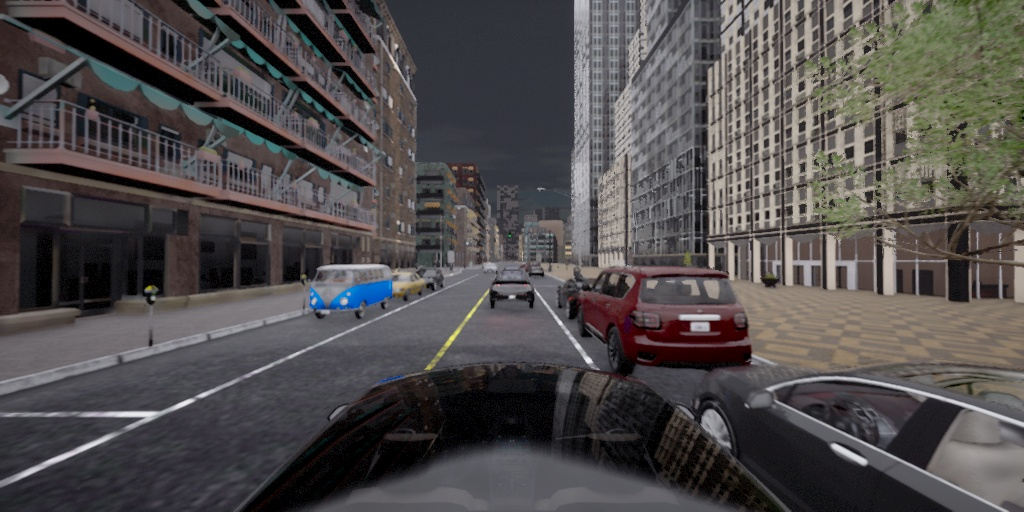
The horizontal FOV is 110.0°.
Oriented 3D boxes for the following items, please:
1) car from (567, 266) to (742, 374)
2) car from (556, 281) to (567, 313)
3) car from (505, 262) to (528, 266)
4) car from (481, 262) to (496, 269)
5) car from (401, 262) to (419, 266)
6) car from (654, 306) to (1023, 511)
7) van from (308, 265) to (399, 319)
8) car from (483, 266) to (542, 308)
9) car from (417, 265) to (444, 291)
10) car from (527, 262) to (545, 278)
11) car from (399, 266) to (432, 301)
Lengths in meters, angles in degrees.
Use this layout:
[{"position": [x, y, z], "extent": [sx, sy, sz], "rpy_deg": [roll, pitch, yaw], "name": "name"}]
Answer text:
[{"position": [2.691, 1.119, 7.513], "extent": [2.192, 1.841, 5.009], "rpy_deg": [0, 0, 0], "name": "car"}, {"position": [2.691, 1.424, 13.034], "extent": [1.948, 1.339, 4.313], "rpy_deg": [0, 0, 0], "name": "car"}, {"position": [0.003, 1.532, 31.159], "extent": [2.128, 1.511, 4.902], "rpy_deg": [0, 0, 0], "name": "car"}, {"position": [-3.007, 1.774, 51.211], "extent": [1.812, 1.442, 4.674], "rpy_deg": [0, -1, 0], "name": "car"}, {"position": [-16.437, 1.671, 59.142], "extent": [4.403, 1.370, 2.007], "rpy_deg": [0, 0, -1], "name": "car"}, {"position": [2.692, 1.303, 1.989], "extent": [2.007, 1.370, 4.403], "rpy_deg": [0, 0, 0], "name": "car"}, {"position": [-5.690, 1.199, 13.035], "extent": [1.690, 1.789, 3.998], "rpy_deg": [0, 0, 0], "name": "van"}, {"position": [0.004, 1.381, 16.152], "extent": [2.128, 1.511, 4.902], "rpy_deg": [0, 0, 0], "name": "car"}, {"position": [-5.690, 1.533, 24.080], "extent": [1.948, 1.339, 4.313], "rpy_deg": [0, 0, 0], "name": "car"}, {"position": [2.690, 1.703, 40.647], "extent": [1.948, 1.339, 4.313], "rpy_deg": [0, 0, 0], "name": "car"}, {"position": [-5.690, 1.437, 18.387], "extent": [1.751, 1.417, 4.829], "rpy_deg": [0, 0, 0], "name": "car"}]
